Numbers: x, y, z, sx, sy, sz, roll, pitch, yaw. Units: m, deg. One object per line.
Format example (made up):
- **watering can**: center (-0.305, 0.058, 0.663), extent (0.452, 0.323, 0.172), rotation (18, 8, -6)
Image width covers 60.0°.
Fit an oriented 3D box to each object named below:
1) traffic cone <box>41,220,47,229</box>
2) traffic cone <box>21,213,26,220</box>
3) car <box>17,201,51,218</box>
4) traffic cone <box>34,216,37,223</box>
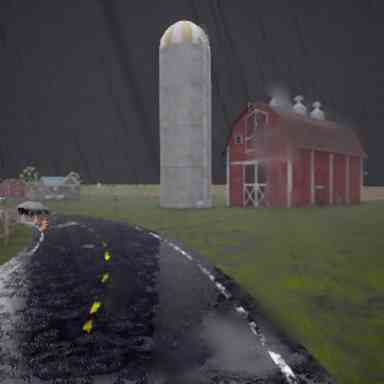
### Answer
- **traffic cone**: center (-9.739, 2.110, 21.885), extent (0.340, 0.580, 0.340), rotation (-1, 0, -27)
- **traffic cone**: center (-15.074, 2.180, 29.697), extent (0.340, 0.580, 0.340), rotation (-1, 0, -40)
- **car**: center (-16.002, 1.696, 33.559), extent (1.882, 1.535, 5.008), rotation (-1, 0, -45)
- **traffic cone**: center (-12.188, 2.143, 25.923), extent (0.340, 0.580, 0.340), rotation (-1, 0, -35)
